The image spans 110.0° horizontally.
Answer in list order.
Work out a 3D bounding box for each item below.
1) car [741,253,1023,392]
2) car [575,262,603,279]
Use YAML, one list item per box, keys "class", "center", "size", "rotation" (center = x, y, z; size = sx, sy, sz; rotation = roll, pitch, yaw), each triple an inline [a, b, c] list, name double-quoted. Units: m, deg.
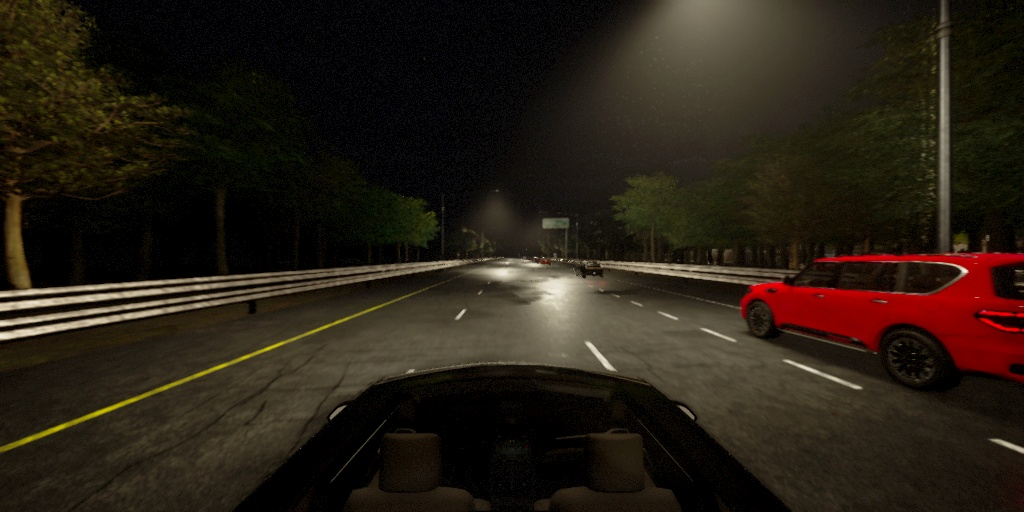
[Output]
- class: "car"
  center: [6.996, 0.980, 6.889]
  size: [2.150, 2.045, 5.566]
  rotation: [0, 0, 0]
- class: "car"
  center: [7.029, 1.259, 32.927]
  size: [2.128, 1.511, 4.902]
  rotation: [0, 0, 0]
